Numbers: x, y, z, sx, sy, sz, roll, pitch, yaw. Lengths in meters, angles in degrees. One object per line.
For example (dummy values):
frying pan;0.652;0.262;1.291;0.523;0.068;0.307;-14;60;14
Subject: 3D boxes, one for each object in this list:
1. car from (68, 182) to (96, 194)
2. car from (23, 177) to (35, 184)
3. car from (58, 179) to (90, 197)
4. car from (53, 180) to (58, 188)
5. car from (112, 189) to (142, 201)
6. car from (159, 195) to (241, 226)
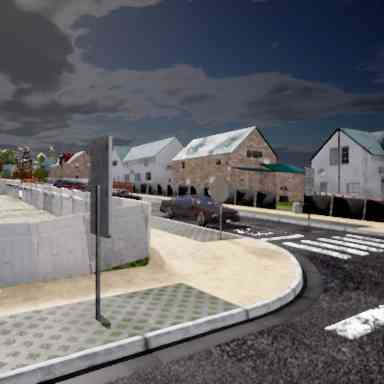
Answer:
car;-14.602;-0.520;43.942;2.033;1.411;5.357;0;2;-35
car;-39.976;-2.900;81.330;2.097;1.767;4.553;-3;4;-35
car;-12.724;-0.380;36.298;2.097;1.767;4.553;0;2;-34
car;-20.180;-1.171;51.742;2.097;1.767;4.553;0;2;-35
car;-5.674;0.446;26.299;1.895;1.301;4.718;0;3;-35
car;0.218;0.877;17.966;2.033;1.411;5.357;0;3;-35
